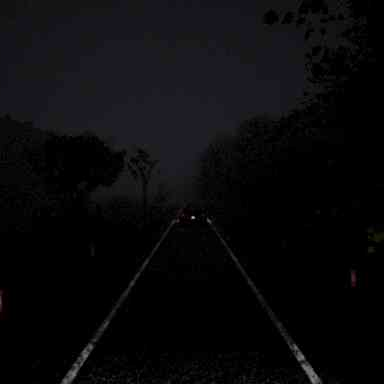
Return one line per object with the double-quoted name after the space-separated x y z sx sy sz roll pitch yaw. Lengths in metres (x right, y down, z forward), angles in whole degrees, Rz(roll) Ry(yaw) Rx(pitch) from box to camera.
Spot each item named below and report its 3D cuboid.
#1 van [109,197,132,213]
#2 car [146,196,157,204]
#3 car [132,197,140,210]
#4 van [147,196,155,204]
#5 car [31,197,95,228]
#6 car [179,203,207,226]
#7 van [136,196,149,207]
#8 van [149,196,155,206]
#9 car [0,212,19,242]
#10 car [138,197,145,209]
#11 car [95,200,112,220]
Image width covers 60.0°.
-9.116 1.580 41.058 1.878 1.987 4.442 0 0 2 "van"
-10.482 2.050 85.488 2.435 2.045 5.566 1 -2 -9 "car"
-9.123 1.853 46.741 2.231 1.521 4.892 0 -2 -2 "car"
-11.200 2.134 90.943 1.878 1.987 4.442 1 -2 -10 "van"
-9.070 1.356 23.344 2.435 2.045 5.566 0 -1 1 "car"
0.073 1.757 24.919 1.994 1.385 4.181 0 -1 0 "car"
-9.152 1.771 58.766 1.878 1.987 4.442 0 -2 -3 "van"
-9.327 1.888 68.716 1.878 1.987 4.442 0 -2 -2 "van"
-9.049 1.464 13.458 2.097 1.535 5.008 0 -1 2 "car"
-9.134 1.949 52.251 2.163 1.488 4.792 0 -2 -2 "car"
-9.086 1.713 30.085 2.002 1.452 4.674 0 -1 0 "car"
